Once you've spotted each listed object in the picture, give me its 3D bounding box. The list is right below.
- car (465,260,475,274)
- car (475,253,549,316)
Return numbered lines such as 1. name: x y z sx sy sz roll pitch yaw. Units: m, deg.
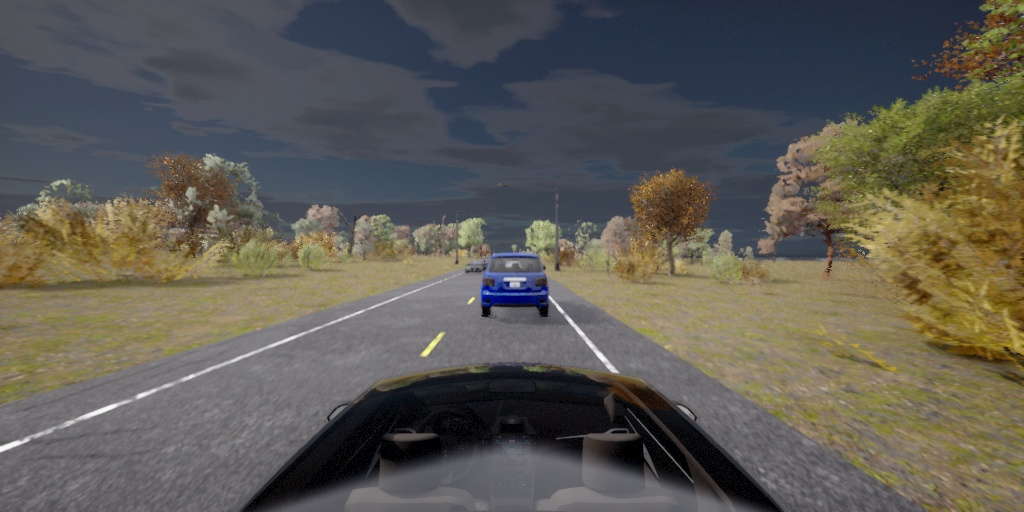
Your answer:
1. car: -3.599 1.135 36.463 1.994 1.385 4.181 0 0 0
2. car: 0.092 0.911 13.122 2.150 2.045 5.566 0 0 0
